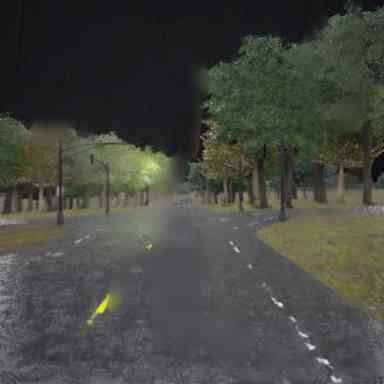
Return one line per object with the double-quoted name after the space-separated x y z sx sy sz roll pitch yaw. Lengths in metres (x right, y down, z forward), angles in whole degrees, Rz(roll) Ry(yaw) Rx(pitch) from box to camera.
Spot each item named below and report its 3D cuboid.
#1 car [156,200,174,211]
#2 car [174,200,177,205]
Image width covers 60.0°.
-3.937 1.954 46.385 1.895 1.301 4.718 0 -1 -1 "car"
-4.838 2.783 86.607 1.994 1.385 4.181 0 -2 -1 "car"
